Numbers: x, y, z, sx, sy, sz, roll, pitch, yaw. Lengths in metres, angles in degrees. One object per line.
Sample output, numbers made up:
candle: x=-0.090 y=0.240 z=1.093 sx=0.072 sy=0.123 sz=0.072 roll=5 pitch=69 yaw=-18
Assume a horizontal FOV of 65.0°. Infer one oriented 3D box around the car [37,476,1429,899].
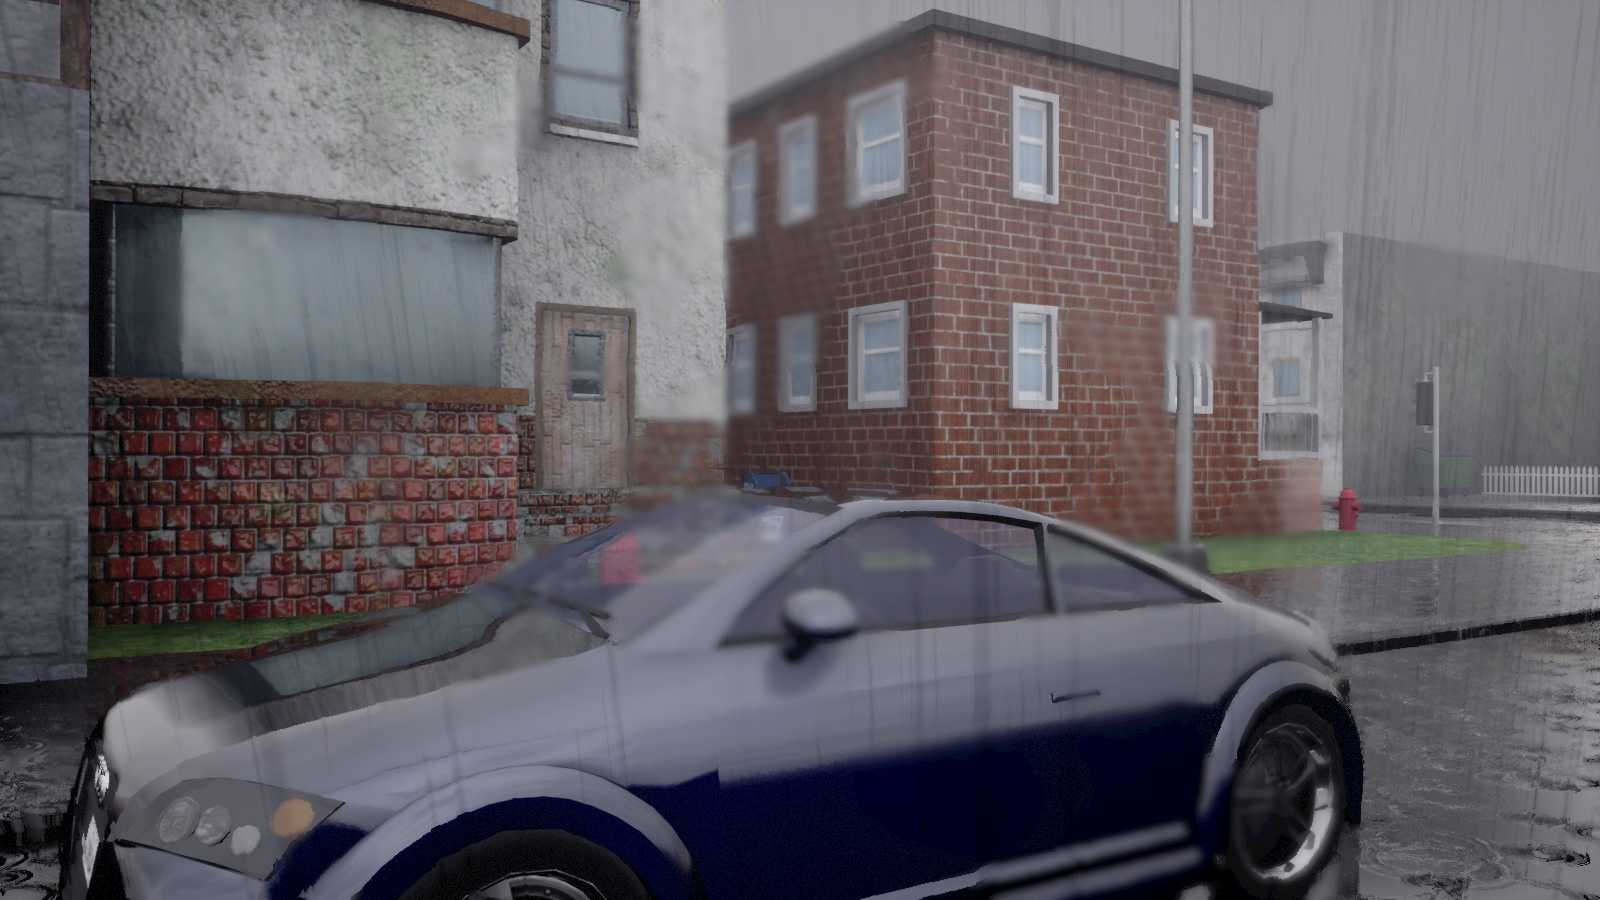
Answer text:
car: x=-0.072 y=0.819 z=4.179 sx=4.181 sy=1.385 sz=1.994 roll=0 pitch=0 yaw=-32
